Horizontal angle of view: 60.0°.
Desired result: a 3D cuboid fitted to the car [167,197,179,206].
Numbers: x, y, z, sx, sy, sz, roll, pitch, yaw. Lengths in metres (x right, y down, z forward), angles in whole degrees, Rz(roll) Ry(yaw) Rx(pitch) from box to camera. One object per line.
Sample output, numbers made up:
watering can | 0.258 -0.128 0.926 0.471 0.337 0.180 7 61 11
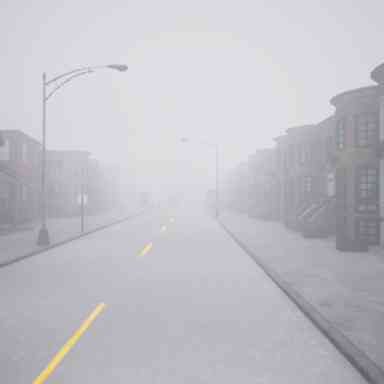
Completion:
car | -3.970 2.105 70.980 2.150 2.045 5.566 0 -1 0
